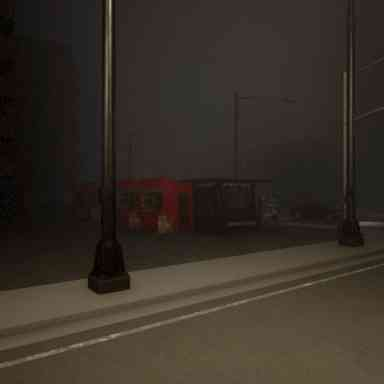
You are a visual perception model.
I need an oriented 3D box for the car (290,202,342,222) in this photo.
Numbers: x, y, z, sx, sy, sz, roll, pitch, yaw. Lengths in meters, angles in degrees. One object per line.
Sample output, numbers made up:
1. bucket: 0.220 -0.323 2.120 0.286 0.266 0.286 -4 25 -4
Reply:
1. car: 10.499 1.612 27.588 1.837 1.490 4.892 0 -1 -36
